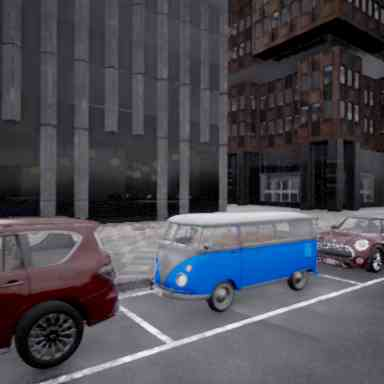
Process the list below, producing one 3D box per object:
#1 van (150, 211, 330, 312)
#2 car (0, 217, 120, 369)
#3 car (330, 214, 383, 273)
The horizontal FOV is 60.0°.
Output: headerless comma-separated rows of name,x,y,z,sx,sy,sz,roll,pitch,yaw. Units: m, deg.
van,1.086,1.347,7.425,3.998,1.788,1.690,0,0,-36
car,-3.411,1.315,4.214,5.009,1.841,2.192,0,0,-36
car,5.582,1.451,10.635,4.097,1.590,1.967,0,0,-36
